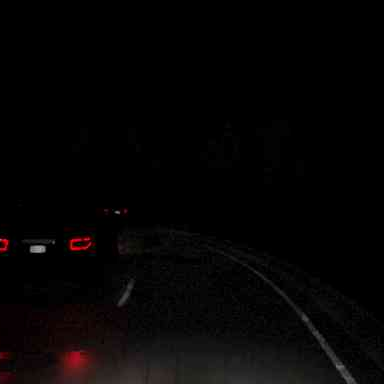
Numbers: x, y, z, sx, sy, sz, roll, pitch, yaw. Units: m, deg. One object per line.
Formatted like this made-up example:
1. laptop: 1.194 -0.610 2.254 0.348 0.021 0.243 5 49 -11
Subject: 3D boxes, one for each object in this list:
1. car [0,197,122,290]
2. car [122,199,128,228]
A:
1. car: -3.429 1.266 9.399 2.150 2.045 5.566 1 0 -7
2. car: -6.394 1.325 21.225 5.566 2.045 2.150 0 -1 41
